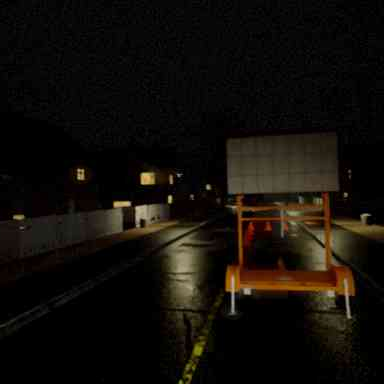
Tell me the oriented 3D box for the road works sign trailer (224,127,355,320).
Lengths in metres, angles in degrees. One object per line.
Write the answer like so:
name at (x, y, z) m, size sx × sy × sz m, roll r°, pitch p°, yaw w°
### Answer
road works sign trailer at (1.977, 0.454, 7.337) m, size 2.380 × 3.560 × 2.880 m, roll -2°, pitch 0°, yaw 12°

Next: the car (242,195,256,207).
car at (9.810, 1.523, 57.000) m, size 2.150 × 2.045 × 5.566 m, roll -2°, pitch -1°, yaw 12°
